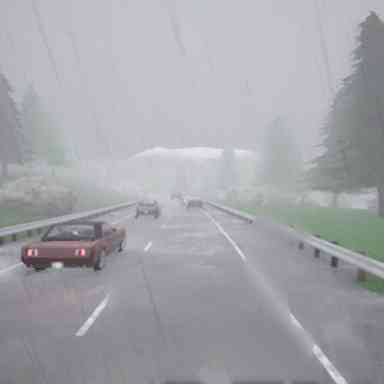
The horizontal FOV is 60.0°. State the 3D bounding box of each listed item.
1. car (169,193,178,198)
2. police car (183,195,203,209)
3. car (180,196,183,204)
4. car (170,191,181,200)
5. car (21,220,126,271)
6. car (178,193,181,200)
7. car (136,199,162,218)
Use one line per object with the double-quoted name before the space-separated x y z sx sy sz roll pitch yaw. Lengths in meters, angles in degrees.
"car" -4.949 0.965 88.856 2.033 1.411 5.357 0 0 -6
"police car" 0.272 1.244 41.329 1.930 1.638 5.238 0 0 -3
"car" -0.381 1.301 51.324 1.812 1.442 4.674 0 0 -4
"car" -3.538 0.775 74.185 2.150 2.045 5.566 0 0 -6
"car" -3.403 1.554 10.639 1.895 1.301 4.718 0 0 0
"car" -0.874 1.253 57.379 1.837 1.490 4.892 0 0 -5
"car" -3.663 1.366 28.505 2.128 1.511 4.902 0 0 -2
